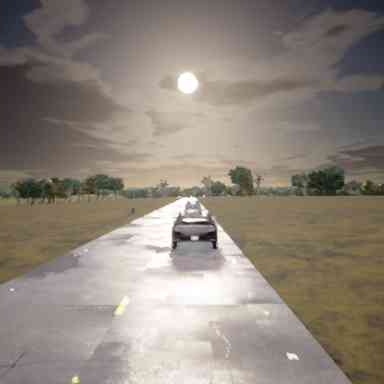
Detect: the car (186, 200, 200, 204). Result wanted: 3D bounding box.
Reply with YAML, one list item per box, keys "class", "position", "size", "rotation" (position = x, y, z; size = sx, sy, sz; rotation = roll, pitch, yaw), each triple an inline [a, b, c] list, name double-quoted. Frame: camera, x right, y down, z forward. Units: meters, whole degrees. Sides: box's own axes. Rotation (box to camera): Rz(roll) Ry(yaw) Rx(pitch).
- class: "car"
  position: [0.109, 1.641, 36.775]
  size: [2.033, 1.411, 5.357]
  rotation: [0, 0, 0]

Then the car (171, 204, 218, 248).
- class: "car"
  position: [0.104, 1.517, 14.905]
  size: [2.128, 1.511, 4.902]
  rotation: [0, 0, 0]
